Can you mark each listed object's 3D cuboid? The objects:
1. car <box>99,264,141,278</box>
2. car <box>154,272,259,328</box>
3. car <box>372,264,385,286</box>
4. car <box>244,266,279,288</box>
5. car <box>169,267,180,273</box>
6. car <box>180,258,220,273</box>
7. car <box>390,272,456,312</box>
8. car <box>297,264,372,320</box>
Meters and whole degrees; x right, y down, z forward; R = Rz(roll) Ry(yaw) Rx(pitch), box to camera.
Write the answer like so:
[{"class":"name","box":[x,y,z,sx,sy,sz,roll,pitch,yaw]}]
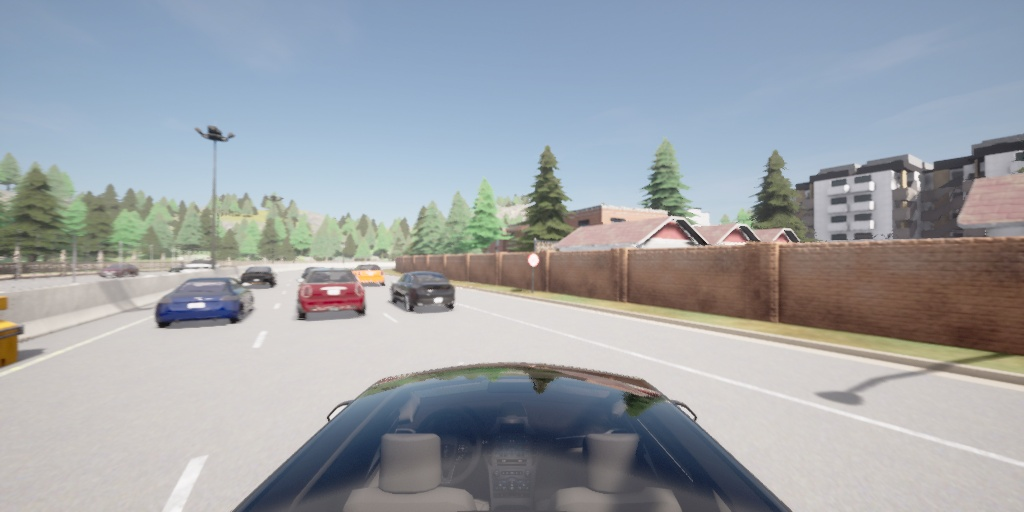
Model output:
[{"class":"car","box":[-41.149,1.529,37.767,1.812,1.442,4.674,1,-1,-27]},{"class":"car","box":[-10.009,1.397,11.987,1.994,1.385,4.181,1,-1,-30]},{"class":"car","box":[-11.473,1.396,28.333,2.097,1.767,4.553,1,-1,-30]},{"class":"car","box":[-18.153,1.451,25.903,1.882,1.535,5.008,1,-1,-30]},{"class":"car","box":[-40.549,1.701,44.656,1.895,1.301,4.718,1,-1,-24]},{"class":"car","box":[-34.607,1.296,40.251,2.150,2.045,5.566,1,-1,-28]},{"class":"car","box":[-3.948,1.420,15.487,1.837,1.490,4.892,1,-1,-30]},{"class":"car","box":[-6.907,1.223,13.616,2.097,1.767,4.553,1,-1,-30]}]
